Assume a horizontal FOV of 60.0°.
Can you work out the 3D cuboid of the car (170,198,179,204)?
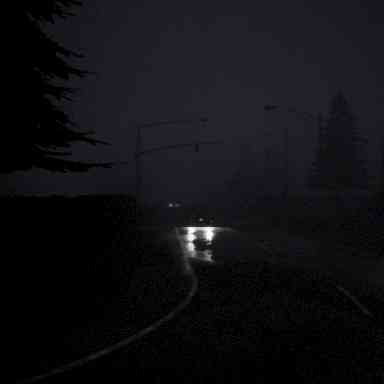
[{"bbox_3d":[-3.836,1.977,73.895,1.895,1.301,4.718,0,0,-5],"label":"car"}]

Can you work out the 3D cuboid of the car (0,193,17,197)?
[{"bbox_3d":[-31.444,1.390,55.503,1.845,1.501,3.633,0,0,-5],"label":"car"}]

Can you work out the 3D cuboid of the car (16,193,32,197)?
[{"bbox_3d":[-36.477,1.231,73.719,1.932,1.855,4.605,0,0,-5],"label":"car"}]

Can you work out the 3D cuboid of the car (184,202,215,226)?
[{"bbox_3d":[0.470,1.704,24.453,1.994,1.385,4.181,0,0,-5],"label":"car"}]

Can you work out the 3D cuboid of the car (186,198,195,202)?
[{"bbox_3d":[-0.395,1.955,74.724,1.895,1.301,4.718,0,0,-5],"label":"car"}]
